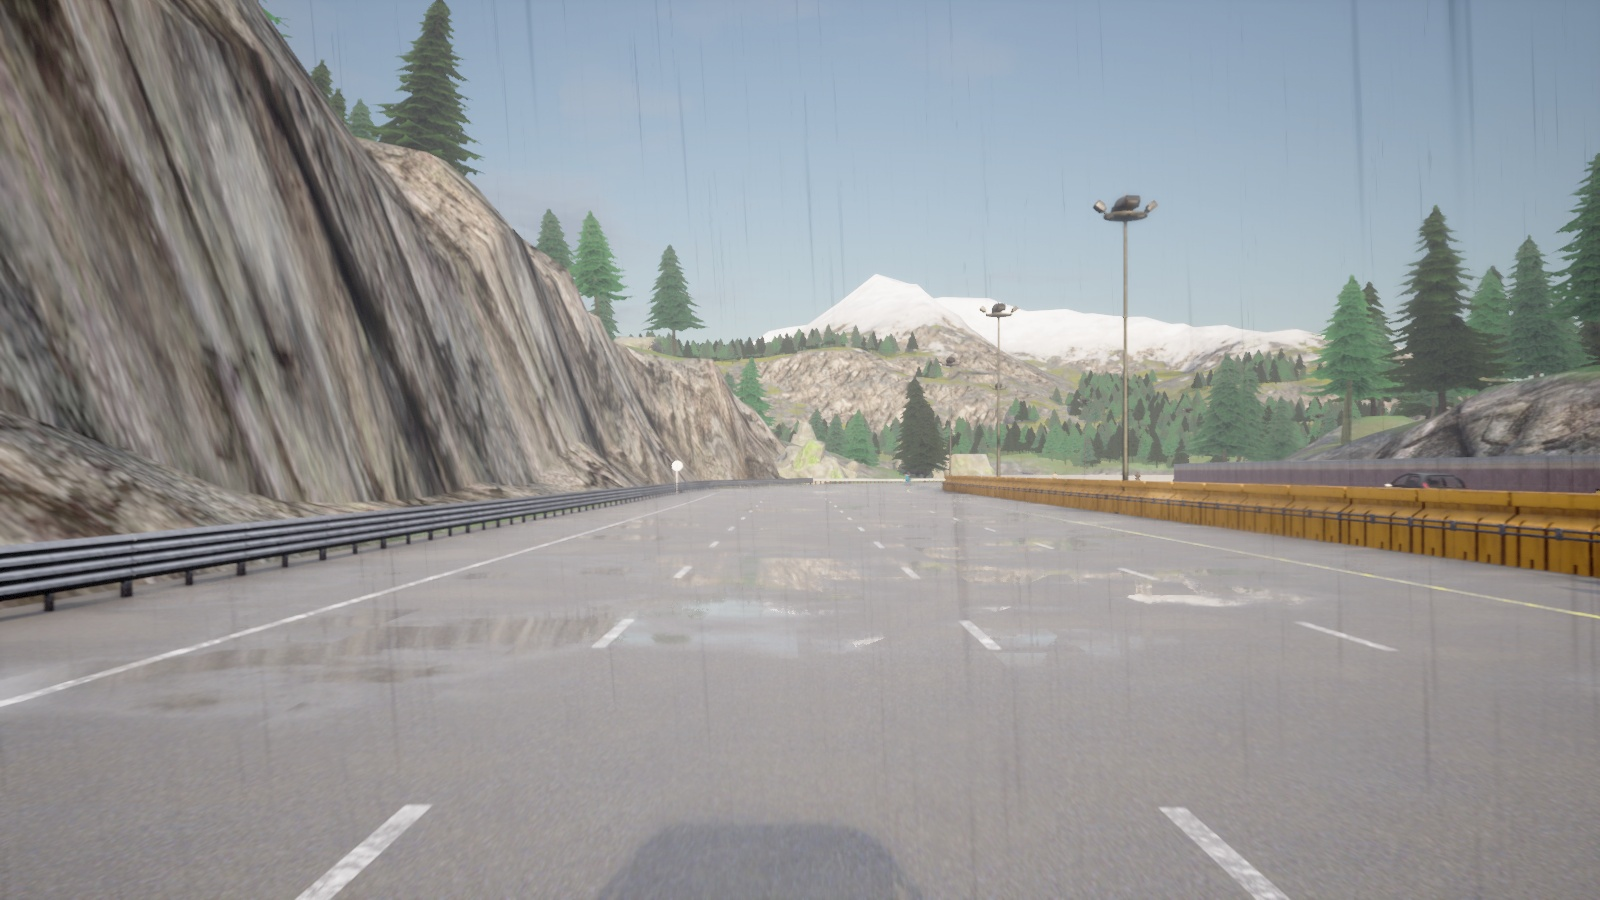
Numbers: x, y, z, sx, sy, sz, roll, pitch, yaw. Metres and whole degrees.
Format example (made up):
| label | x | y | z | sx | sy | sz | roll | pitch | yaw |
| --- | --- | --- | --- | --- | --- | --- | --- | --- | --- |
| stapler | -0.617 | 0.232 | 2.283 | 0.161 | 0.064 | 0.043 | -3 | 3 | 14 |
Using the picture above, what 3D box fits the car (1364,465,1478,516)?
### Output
| label | x | y | z | sx | sy | sz | roll | pitch | yaw |
| --- | --- | --- | --- | --- | --- | --- | --- | --- | --- |
| car | 20.893 | 1.341 | 42.457 | 1.851 | 1.617 | 3.988 | 0 | -1 | 0 |
